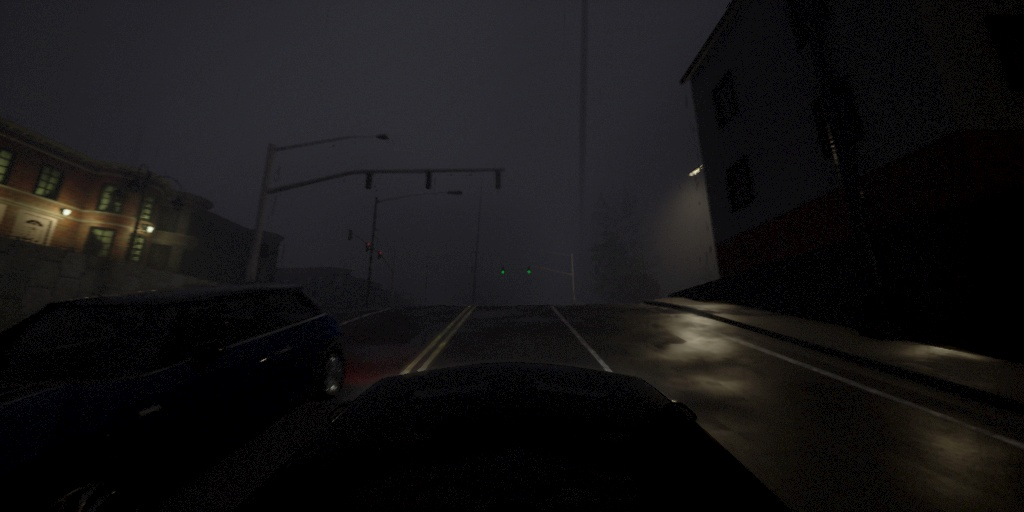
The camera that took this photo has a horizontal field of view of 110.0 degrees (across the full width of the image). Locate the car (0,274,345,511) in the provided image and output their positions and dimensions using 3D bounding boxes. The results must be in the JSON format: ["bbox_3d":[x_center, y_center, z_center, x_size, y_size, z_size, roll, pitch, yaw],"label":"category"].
[{"bbox_3d":[-3.558,1.127,3.480,2.097,1.767,4.553,0,0,0],"label":"car"}]
